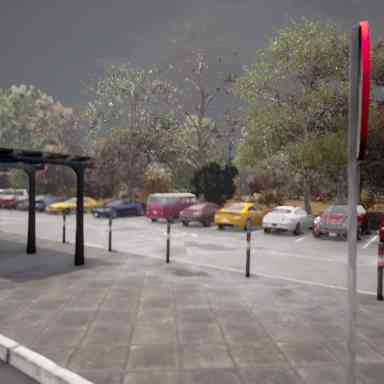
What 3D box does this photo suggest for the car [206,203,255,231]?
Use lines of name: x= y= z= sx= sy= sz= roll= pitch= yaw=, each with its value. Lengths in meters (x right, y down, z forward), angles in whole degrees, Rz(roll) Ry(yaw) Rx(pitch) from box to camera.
car: x=3.267 y=1.422 z=20.394 sx=2.097 sy=1.535 sz=5.008 roll=1 pitch=1 yaw=35

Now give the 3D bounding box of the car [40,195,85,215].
car: x=-10.396 y=1.170 z=29.916 sx=1.946 sy=1.575 sz=5.366 roll=1 pitch=1 yaw=36

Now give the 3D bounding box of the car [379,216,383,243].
car: x=10.052 y=1.549 z=15.569 sx=2.097 sy=1.535 sz=5.008 roll=1 pitch=1 yaw=35

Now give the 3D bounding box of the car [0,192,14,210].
car: x=-17.063 y=1.049 z=34.905 sx=2.097 sy=1.535 sz=5.008 roll=1 pitch=1 yaw=35

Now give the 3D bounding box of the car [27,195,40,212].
car: x=-12.531 y=1.161 z=31.702 sx=2.163 sy=1.488 sz=4.792 roll=1 pitch=1 yaw=35

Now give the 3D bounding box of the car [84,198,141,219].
car: x=-5.786 y=1.285 z=26.821 sx=2.163 sy=1.488 sz=4.792 roll=1 pitch=1 yaw=35

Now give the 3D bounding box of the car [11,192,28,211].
car: x=-14.803 y=1.091 z=33.295 sx=2.231 sy=1.521 sz=4.892 roll=1 pitch=1 yaw=35

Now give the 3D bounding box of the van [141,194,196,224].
van: x=-1.180 y=1.113 z=23.715 sx=1.878 sy=1.987 sz=4.442 roll=1 pitch=1 yaw=35

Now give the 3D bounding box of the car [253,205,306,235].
car: x=5.528 y=1.504 z=18.786 sx=2.002 sy=1.452 sz=4.674 roll=1 pitch=1 yaw=35

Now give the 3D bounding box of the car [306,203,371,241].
car: x=7.809 y=1.381 z=17.201 sx=2.185 sy=1.767 sz=4.553 roll=1 pitch=1 yaw=35

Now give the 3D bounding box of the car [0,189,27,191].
car: x=-21.600 y=0.715 z=38.099 sx=2.435 sy=2.045 sz=5.566 roll=1 pitch=1 yaw=36

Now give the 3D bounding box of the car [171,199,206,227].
car: x=1.007 y=1.420 z=22.009 sx=2.002 sy=1.452 sz=4.674 roll=1 pitch=1 yaw=36
